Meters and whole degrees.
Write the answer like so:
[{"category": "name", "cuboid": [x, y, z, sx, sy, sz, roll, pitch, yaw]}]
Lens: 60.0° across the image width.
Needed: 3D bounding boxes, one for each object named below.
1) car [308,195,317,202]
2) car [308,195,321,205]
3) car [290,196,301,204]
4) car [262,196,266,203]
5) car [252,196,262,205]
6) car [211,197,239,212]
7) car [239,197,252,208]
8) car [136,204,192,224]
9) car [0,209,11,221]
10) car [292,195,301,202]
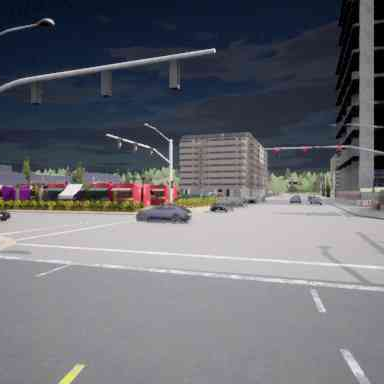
[{"category": "car", "cuboid": [28.108, 1.524, 77.696, 1.812, 1.442, 4.674, 0, 0, 19]}, {"category": "car", "cuboid": [22.477, 1.547, 60.667, 2.033, 1.411, 5.357, 0, 0, 19]}, {"category": "car", "cuboid": [20.446, 1.563, 65.599, 1.994, 1.385, 4.181, 0, 0, 18]}, {"category": "car", "cuboid": [14.419, 1.525, 69.950, 2.128, 1.511, 4.902, 0, 0, 19]}, {"category": "car", "cuboid": [10.556, 1.601, 58.689, 1.895, 1.301, 4.718, 0, 0, 19]}, {"category": "car", "cuboid": [3.648, 1.547, 38.298, 2.033, 1.411, 5.357, 0, 0, 19]}, {"category": "car", "cuboid": [6.993, 1.504, 48.184, 1.837, 1.490, 4.892, 0, 0, 19]}, {"category": "car", "cuboid": [-2.090, 1.600, 25.119, 4.181, 1.385, 1.994, 0, 0, 19]}, {"category": "car", "cuboid": [-16.445, 1.619, 26.162, 4.181, 1.385, 1.994, 0, 0, 19]}, {"category": "car", "cuboid": [24.686, 1.540, 78.503, 2.033, 1.411, 5.357, 0, 0, 19]}]
